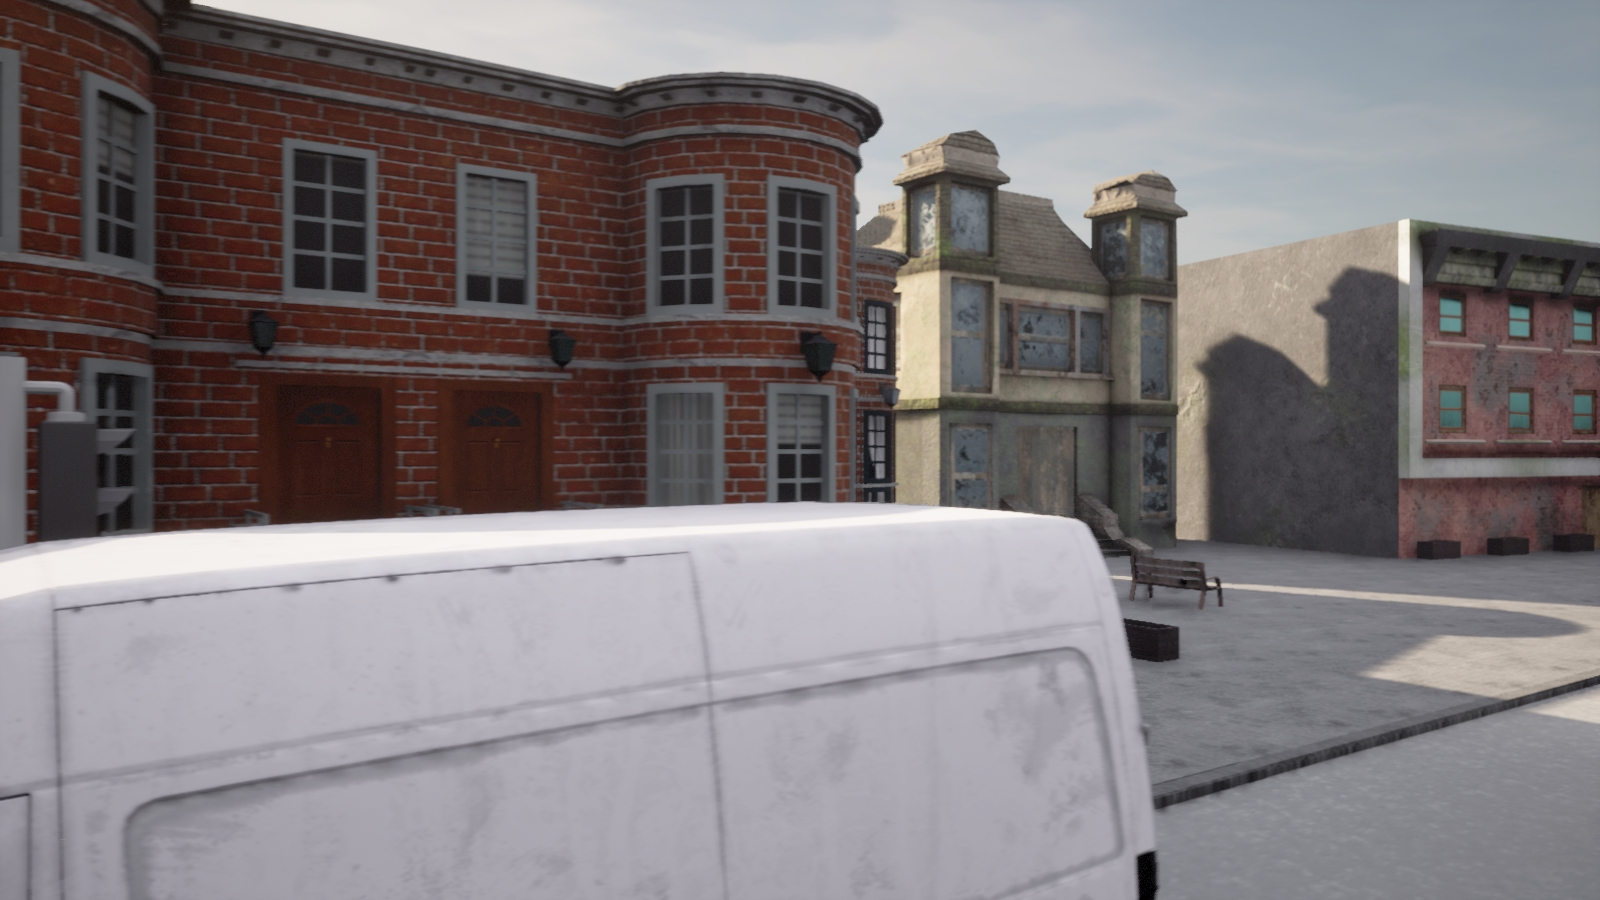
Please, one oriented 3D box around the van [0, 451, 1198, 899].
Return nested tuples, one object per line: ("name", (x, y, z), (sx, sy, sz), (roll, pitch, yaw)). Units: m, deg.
("van", (-1.522, 1.312, 3.339), (5.915, 2.561, 1.988), (-1, 0, -35))
